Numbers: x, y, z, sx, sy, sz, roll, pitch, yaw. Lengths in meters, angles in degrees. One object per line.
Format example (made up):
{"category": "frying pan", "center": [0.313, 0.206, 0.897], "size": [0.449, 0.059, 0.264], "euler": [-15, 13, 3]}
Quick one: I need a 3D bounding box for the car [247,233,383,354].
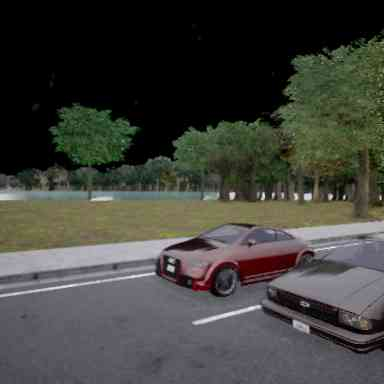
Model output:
{"category": "car", "center": [3.771, 1.528, 6.168], "size": [5.357, 1.411, 2.033], "euler": [0, 1, -33]}

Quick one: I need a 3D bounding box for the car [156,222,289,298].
{"category": "car", "center": [1.206, 1.494, 8.370], "size": [4.181, 1.385, 1.994], "euler": [0, 1, -33]}
